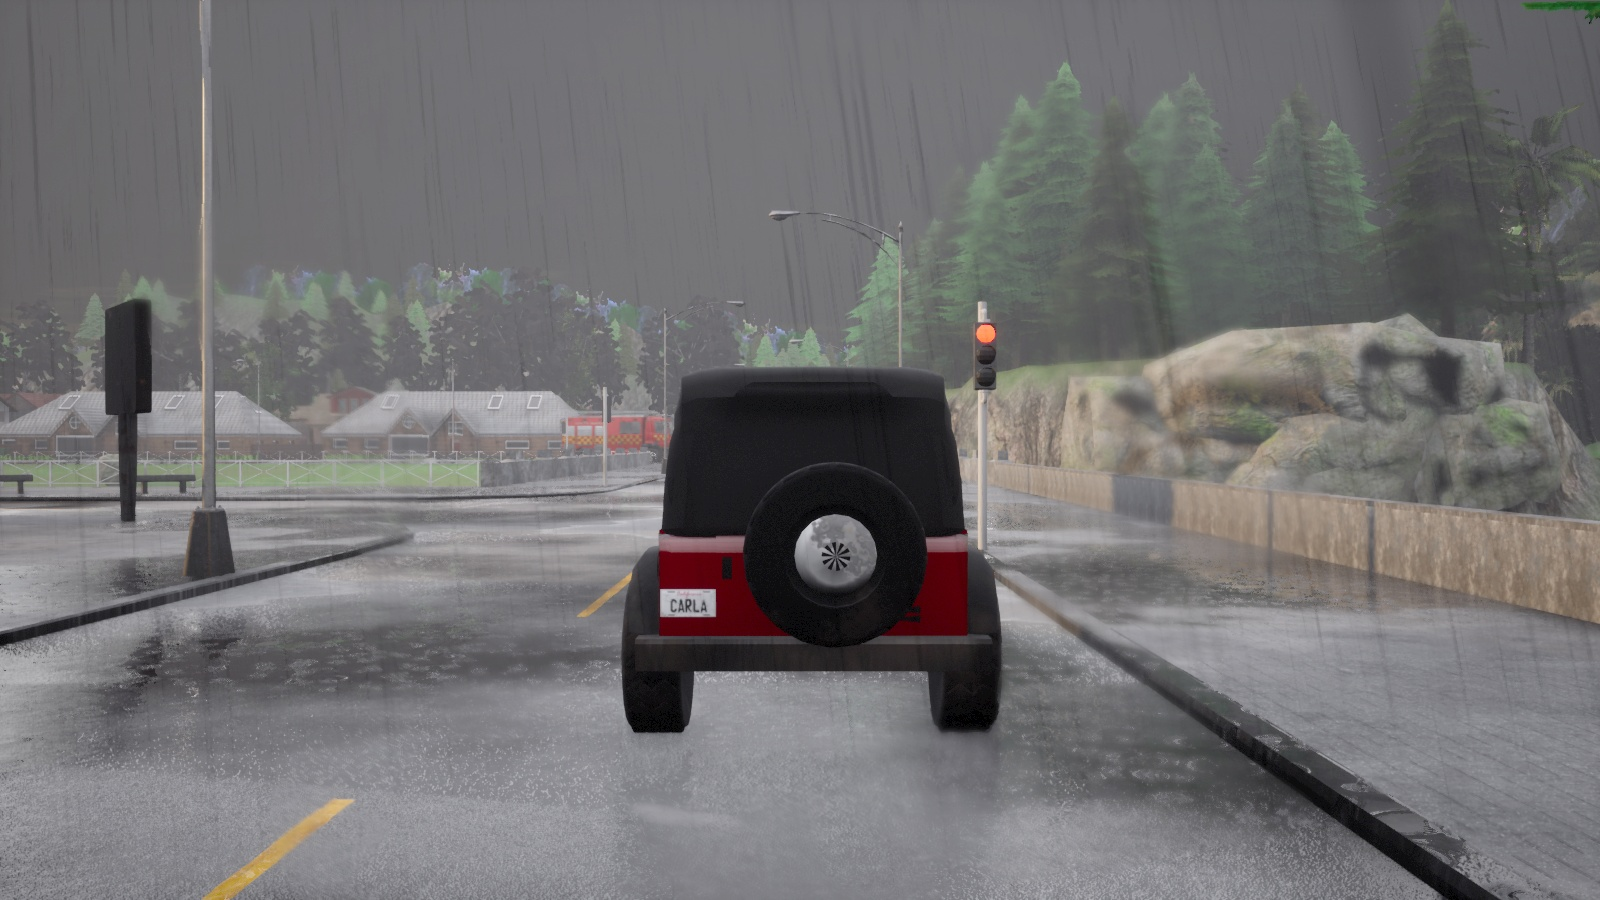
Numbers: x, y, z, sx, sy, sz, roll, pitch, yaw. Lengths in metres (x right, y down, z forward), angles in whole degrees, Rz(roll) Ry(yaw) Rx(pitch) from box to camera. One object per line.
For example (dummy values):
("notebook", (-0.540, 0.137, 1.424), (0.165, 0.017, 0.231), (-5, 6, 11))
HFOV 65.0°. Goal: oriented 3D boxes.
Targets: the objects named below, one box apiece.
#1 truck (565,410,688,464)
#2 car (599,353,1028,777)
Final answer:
("truck", (-12.596, -0.944, 91.462), (8.468, 3.827, 2.891), (0, 0, 7))
("car", (0.062, 0.500, 7.508), (1.905, 1.878, 3.866), (0, 0, 0))
